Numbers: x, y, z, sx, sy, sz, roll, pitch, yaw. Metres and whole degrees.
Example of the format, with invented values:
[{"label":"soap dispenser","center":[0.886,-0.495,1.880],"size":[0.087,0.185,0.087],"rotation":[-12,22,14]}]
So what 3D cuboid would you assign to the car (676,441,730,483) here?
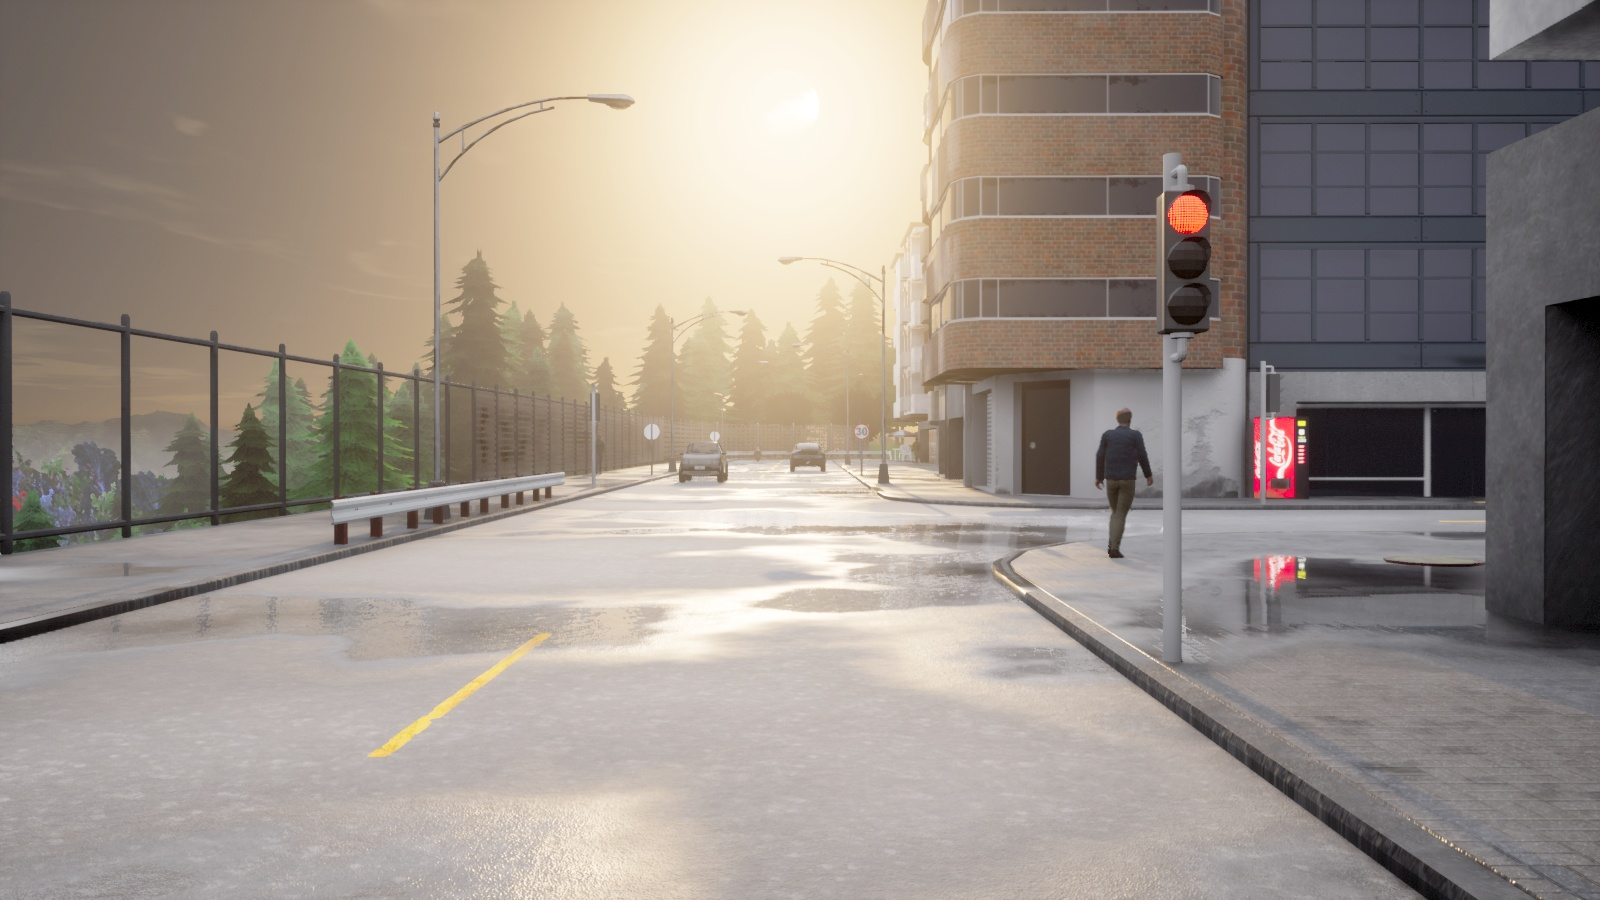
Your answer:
[{"label":"car","center":[-3.695,0.449,48.371],"size":[1.789,1.549,3.705],"rotation":[0,0,0]}]

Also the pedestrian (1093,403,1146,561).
[{"label":"pedestrian","center":[3.837,0.368,15.058],"size":[0.402,1.842,0.726],"rotation":[0,0,32]}]

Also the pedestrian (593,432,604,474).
[{"label":"pedestrian","center":[-8.863,0.138,55.201],"size":[0.353,1.847,0.614],"rotation":[0,0,1]}]

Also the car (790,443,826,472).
[{"label":"car","center":[0.416,0.376,66.649],"size":[1.837,1.490,4.892],"rotation":[0,0,0]}]
